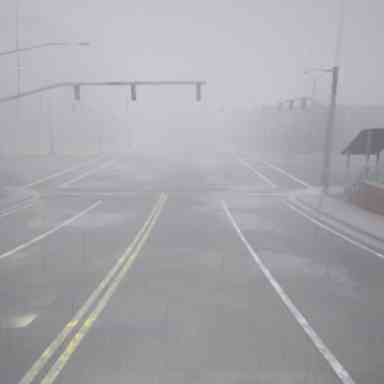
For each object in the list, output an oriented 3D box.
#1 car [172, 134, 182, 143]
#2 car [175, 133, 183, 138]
[{"bbox_3d":[-3.506,-11.808,75.160,2.033,1.411,5.357,0,12,0],"label":"car"},{"bbox_3d":[-3.507,-15.368,90.323,1.994,1.385,4.181,0,12,0],"label":"car"}]
